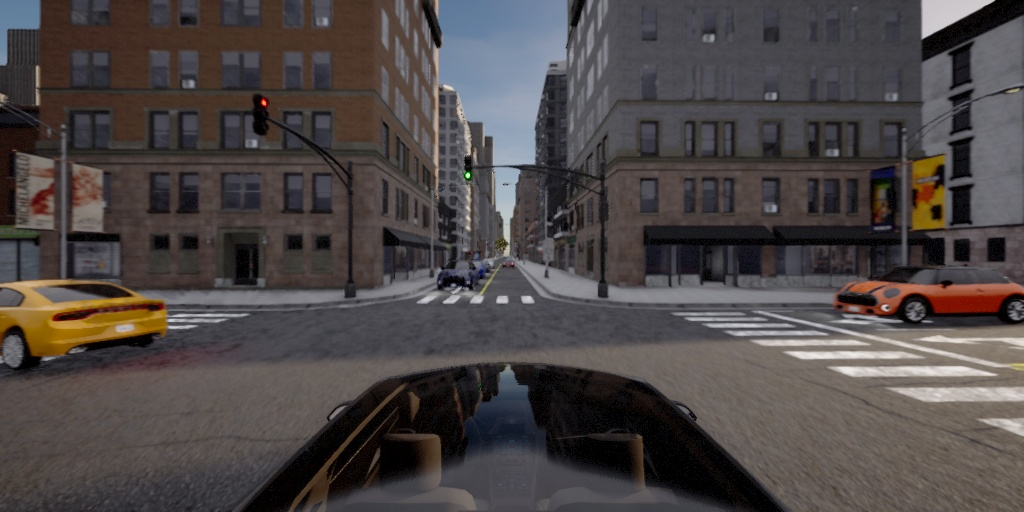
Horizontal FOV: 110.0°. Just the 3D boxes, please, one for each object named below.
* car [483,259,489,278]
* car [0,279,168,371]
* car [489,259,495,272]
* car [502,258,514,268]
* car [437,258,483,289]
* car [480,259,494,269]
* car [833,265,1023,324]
[{"bbox_3d":[-3.322,1.137,31.500,1.882,1.535,5.008,0,0,0],"label":"car"},{"bbox_3d":[-9.812,1.238,7.498,5.008,1.535,1.882,0,-1,15],"label":"car"},{"bbox_3d":[-3.422,1.171,41.352,2.033,1.411,5.357,0,0,0],"label":"car"},{"bbox_3d":[-0.591,1.178,55.474,1.895,1.301,4.718,0,0,-1],"label":"car"},{"bbox_3d":[-3.249,1.046,22.392,2.097,1.767,4.553,0,0,1],"label":"car"},{"bbox_3d":[-3.540,1.115,51.626,1.812,1.442,4.674,0,0,-1],"label":"car"},{"bbox_3d":[13.136,1.094,11.477,4.553,1.767,2.097,0,0,-1],"label":"car"}]
